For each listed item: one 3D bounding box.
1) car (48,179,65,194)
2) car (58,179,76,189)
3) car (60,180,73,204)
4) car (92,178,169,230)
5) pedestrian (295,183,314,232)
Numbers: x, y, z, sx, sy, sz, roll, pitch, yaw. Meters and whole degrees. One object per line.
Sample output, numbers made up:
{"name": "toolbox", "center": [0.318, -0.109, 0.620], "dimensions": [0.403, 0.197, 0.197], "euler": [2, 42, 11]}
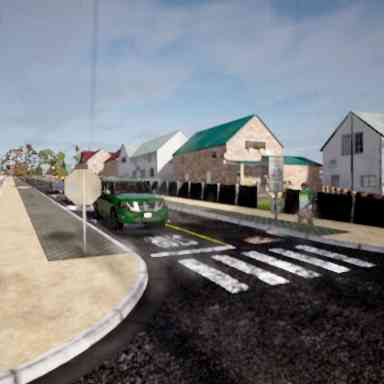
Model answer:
{"name": "car", "center": [-15.067, -0.530, 37.450], "dimensions": [2.033, 1.411, 5.357], "euler": [-1, 3, -28]}
{"name": "car", "center": [-19.094, -1.265, 50.722], "dimensions": [1.812, 1.442, 4.674], "euler": [-1, 3, -29]}
{"name": "car", "center": [-8.817, 0.085, 25.944], "dimensions": [1.837, 1.490, 4.892], "euler": [-1, 3, -28]}
{"name": "car", "center": [-3.014, 0.407, 15.294], "dimensions": [2.150, 2.045, 5.566], "euler": [-1, 3, -28]}
{"name": "pedestrian", "center": [4.252, 0.559, 12.570], "dimensions": [0.375, 1.860, 0.375], "euler": [2, -1, -29]}
